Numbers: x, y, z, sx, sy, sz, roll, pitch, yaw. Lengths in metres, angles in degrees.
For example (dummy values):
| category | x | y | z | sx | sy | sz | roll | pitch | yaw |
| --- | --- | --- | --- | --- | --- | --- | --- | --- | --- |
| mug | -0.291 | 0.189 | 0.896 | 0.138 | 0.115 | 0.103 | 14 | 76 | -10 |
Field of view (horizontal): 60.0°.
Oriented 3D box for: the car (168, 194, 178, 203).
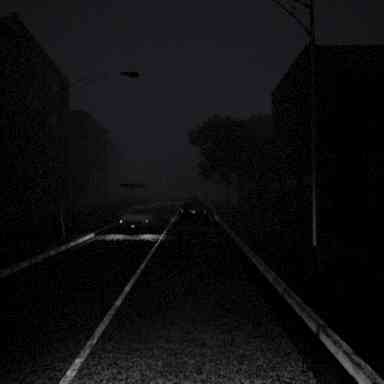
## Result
| category | x | y | z | sx | sy | sz | roll | pitch | yaw |
| --- | --- | --- | --- | --- | --- | --- | --- | --- | --- |
| car | -3.355 | 1.174 | 61.224 | 1.882 | 1.535 | 5.008 | 0 | 1 | 0 |

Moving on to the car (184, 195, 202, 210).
| category | x | y | z | sx | sy | sz | roll | pitch | yaw |
| --- | --- | --- | --- | --- | --- | --- | --- | --- | --- |
| car | 0.095 | 1.271 | 42.178 | 2.097 | 1.767 | 4.553 | 0 | 1 | 0 |

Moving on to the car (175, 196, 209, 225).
| category | x | y | z | sx | sy | sz | roll | pitch | yaw |
| --- | --- | --- | --- | --- | --- | --- | --- | --- | --- |
| car | 0.103 | 1.366 | 24.309 | 2.097 | 1.767 | 4.553 | 0 | 0 | 0 |

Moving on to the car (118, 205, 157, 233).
| category | x | y | z | sx | sy | sz | roll | pitch | yaw |
| --- | --- | --- | --- | --- | --- | --- | --- | --- | --- |
| car | -3.145 | 1.543 | 19.952 | 1.812 | 1.442 | 4.674 | 0 | 0 | 0 |
